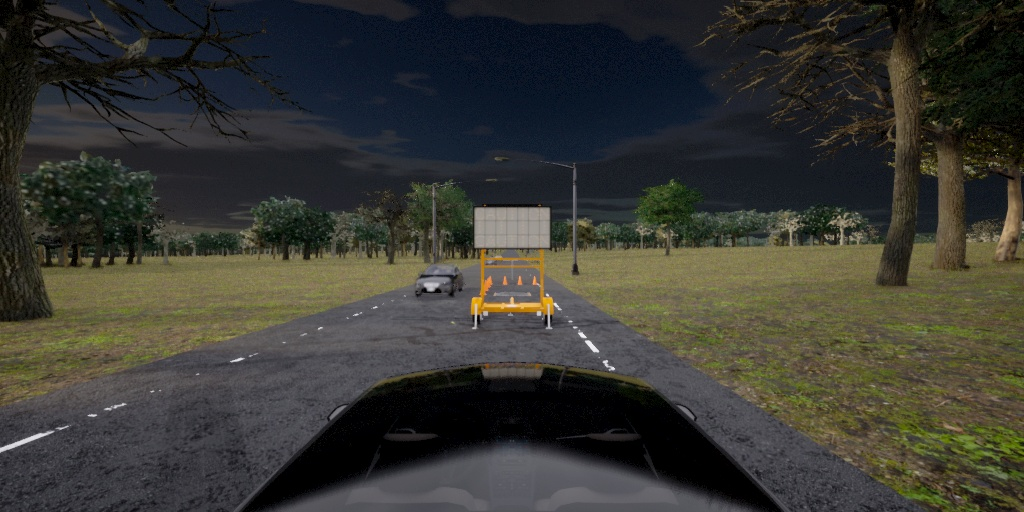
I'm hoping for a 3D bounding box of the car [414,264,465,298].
[{"bbox_3d":[-3.580,1.196,18.331,2.128,1.511,4.902,0,0,0],"label":"car"}]

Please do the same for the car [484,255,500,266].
[{"bbox_3d":[-3.517,0.912,59.038,2.128,1.511,4.902,0,1,0],"label":"car"}]

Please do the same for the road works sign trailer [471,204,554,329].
[{"bbox_3d":[0.011,0.197,11.145,2.380,3.560,2.880,0,0,0],"label":"road works sign trailer"}]
